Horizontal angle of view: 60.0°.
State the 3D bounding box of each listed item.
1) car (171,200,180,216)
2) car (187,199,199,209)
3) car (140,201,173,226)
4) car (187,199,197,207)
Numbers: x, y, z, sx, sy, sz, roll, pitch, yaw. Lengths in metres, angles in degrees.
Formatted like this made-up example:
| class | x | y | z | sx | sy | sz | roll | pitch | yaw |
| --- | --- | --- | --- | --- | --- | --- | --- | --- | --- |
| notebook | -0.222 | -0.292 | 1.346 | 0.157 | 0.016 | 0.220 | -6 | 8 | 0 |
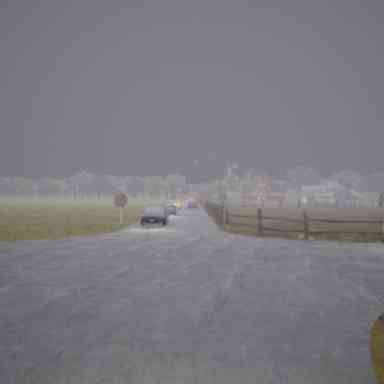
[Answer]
| class | x | y | z | sx | sy | sz | roll | pitch | yaw |
| --- | --- | --- | --- | --- | --- | --- | --- | --- | --- |
| car | -2.816 | 1.990 | 38.404 | 1.994 | 1.385 | 4.181 | 0 | -1 | 0 |
| car | 0.143 | 2.190 | 57.401 | 2.033 | 1.411 | 5.357 | 0 | -1 | 0 |
| car | -2.830 | 1.764 | 26.075 | 1.882 | 1.535 | 5.008 | 0 | 0 | 0 |
| car | 0.042 | 2.243 | 68.069 | 1.882 | 1.535 | 5.008 | 0 | -1 | 0 |
